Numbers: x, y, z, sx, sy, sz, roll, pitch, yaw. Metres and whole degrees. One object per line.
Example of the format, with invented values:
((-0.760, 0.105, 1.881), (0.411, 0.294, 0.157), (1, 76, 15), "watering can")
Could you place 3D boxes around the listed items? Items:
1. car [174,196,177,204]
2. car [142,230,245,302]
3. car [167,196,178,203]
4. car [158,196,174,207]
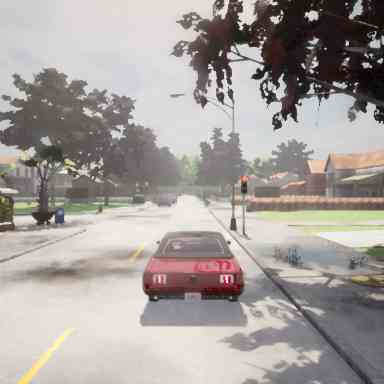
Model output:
((-4.135, 1.564, 60.844), (1.994, 1.385, 4.181), (0, 0, 0), "car")
((0.042, 1.601, 8.226), (1.895, 1.301, 4.718), (0, 0, 1), "car")
((-4.080, 1.540, 71.205), (2.033, 1.411, 5.357), (0, 0, 0), "car")
((-4.154, 1.601, 50.852), (1.895, 1.301, 4.718), (0, 0, 0), "car")
